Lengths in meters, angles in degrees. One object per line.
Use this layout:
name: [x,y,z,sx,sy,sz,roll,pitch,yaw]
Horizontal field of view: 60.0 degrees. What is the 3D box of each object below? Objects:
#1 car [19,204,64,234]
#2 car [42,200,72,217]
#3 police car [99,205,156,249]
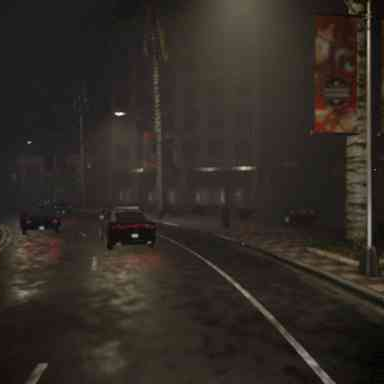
car: [-8.883,1.578,19.230,1.895,1.301,4.718,0,0,-29]
car: [-12.353,1.458,29.627,2.128,1.511,4.902,0,0,-42]
police car: [-2.997,1.412,14.776,1.930,1.638,5.238,0,0,-20]
